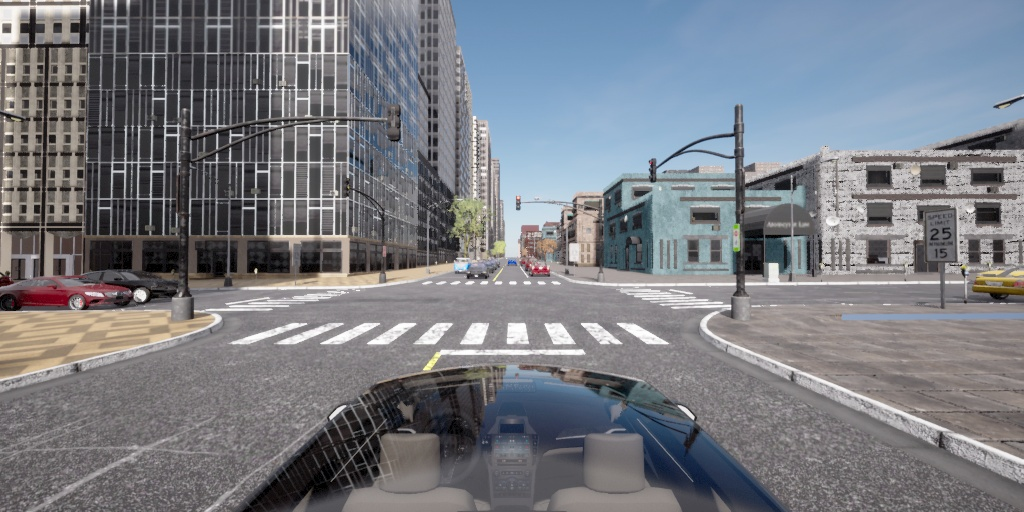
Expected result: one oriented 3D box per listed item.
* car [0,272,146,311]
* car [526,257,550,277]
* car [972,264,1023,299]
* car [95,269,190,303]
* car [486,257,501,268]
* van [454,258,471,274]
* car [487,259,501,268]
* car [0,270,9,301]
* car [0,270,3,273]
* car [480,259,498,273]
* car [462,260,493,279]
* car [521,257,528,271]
[{"bbox_3d":[-17.414,1.413,14.011,4.207,1.307,1.802,0,0,1],"label":"car"},{"bbox_3d":[2.704,1.196,35.843,1.967,1.591,4.097,0,0,0],"label":"car"},{"bbox_3d":[20.694,0.995,13.631,4.829,1.417,1.751,0,0,1],"label":"car"},{"bbox_3d":[-17.888,1.360,16.623,5.008,1.535,1.882,-1,-1,0],"label":"car"},{"bbox_3d":[-3.077,1.306,52.181,2.033,1.411,5.357,0,0,0],"label":"car"},{"bbox_3d":[-5.675,1.098,41.481,1.690,1.789,3.998,0,0,0],"label":"van"},{"bbox_3d":[-3.034,1.251,62.310,2.128,1.511,4.902,0,0,0],"label":"car"},{"bbox_3d":[-27.385,1.465,16.716,4.902,1.511,2.128,-1,-1,1],"label":"car"},{"bbox_3d":[-23.097,1.326,14.067,4.097,1.591,1.967,0,0,1],"label":"car"},{"bbox_3d":[-3.084,1.321,42.337,1.994,1.385,4.181,0,0,0],"label":"car"},{"bbox_3d":[-3.073,1.304,33.034,2.033,1.411,5.357,0,0,-1],"label":"car"},{"bbox_3d":[2.709,1.073,47.191,2.192,1.841,5.009,0,0,0],"label":"car"}]
